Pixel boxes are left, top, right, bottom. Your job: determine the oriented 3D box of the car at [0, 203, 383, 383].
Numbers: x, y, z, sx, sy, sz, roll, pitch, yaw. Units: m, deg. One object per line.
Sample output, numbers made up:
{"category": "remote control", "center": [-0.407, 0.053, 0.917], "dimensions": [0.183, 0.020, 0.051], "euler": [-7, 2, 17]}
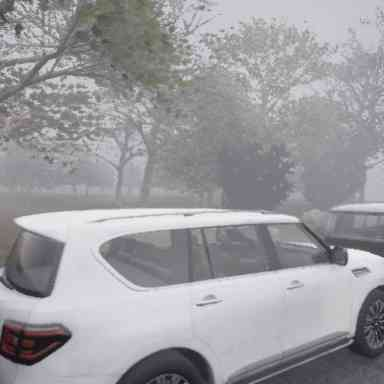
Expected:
{"category": "car", "center": [0.457, 1.218, 4.381], "dimensions": [5.566, 2.045, 2.435], "euler": [0, 0, -33]}
